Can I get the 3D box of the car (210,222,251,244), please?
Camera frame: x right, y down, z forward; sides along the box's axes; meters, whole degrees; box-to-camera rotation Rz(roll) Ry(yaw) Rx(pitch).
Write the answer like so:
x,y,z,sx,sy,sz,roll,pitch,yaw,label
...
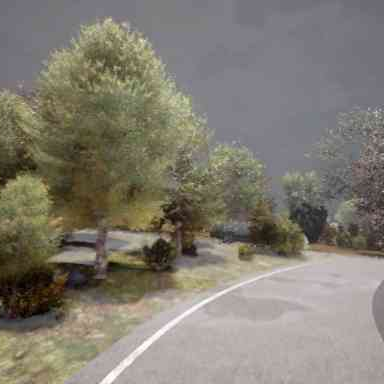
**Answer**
x,y,z,sx,sy,sz,roll,pitch,yaw,label
3.645,2.773,21.551,4.892,1.490,1.837,6,-7,-2,car
